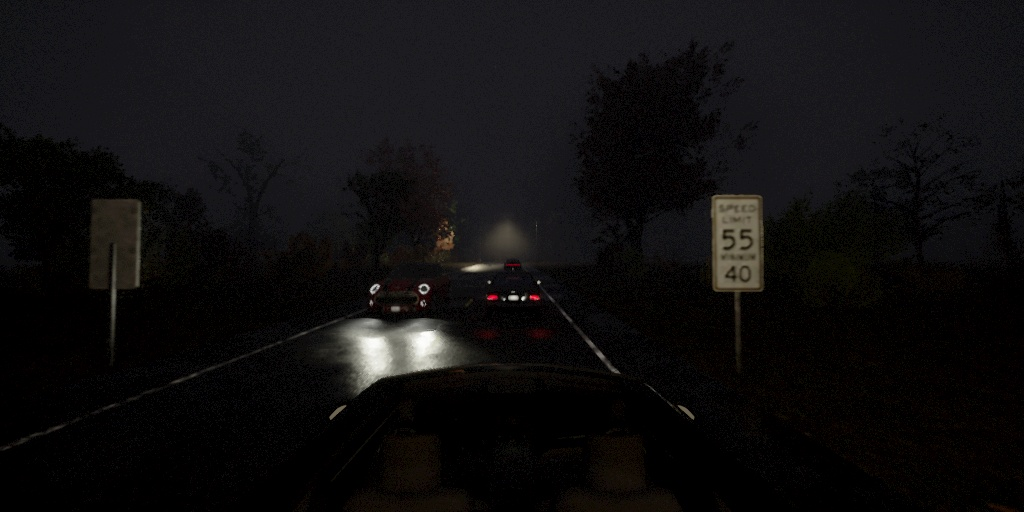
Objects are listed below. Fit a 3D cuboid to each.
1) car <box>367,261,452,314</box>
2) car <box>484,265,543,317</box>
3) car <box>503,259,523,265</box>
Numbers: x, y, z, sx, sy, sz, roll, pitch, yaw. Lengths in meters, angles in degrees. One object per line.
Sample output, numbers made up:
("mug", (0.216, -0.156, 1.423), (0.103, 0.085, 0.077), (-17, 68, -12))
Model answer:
("car", (-3.572, 1.026, 13.287), (2.097, 1.767, 4.553), (0, 0, 0))
("car", (0.062, 1.225, 12.721), (2.033, 1.411, 5.357), (0, 0, 0))
("car", (0.097, 1.054, 39.138), (1.837, 1.490, 4.892), (0, 0, 0))
